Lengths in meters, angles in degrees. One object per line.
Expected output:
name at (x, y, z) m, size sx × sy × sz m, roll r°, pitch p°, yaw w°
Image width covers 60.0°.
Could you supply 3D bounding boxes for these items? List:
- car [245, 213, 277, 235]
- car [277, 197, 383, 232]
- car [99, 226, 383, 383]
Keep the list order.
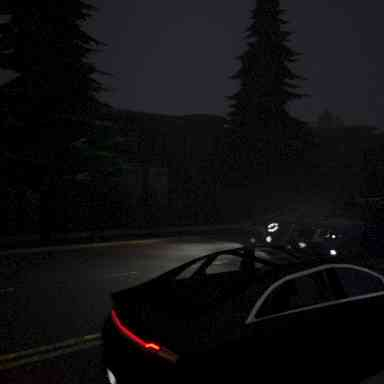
car at (4.459, 1.295, 13.678) m, size 4.553 × 1.767 × 2.097 m, roll 0°, pitch 0°, yaw -21°
car at (5.757, 1.189, 10.586) m, size 5.566 × 2.045 × 2.150 m, roll 0°, pitch 0°, yaw -21°
car at (1.347, 1.472, 4.272) m, size 4.902 × 1.511 × 2.128 m, roll 0°, pitch 0°, yaw -31°
